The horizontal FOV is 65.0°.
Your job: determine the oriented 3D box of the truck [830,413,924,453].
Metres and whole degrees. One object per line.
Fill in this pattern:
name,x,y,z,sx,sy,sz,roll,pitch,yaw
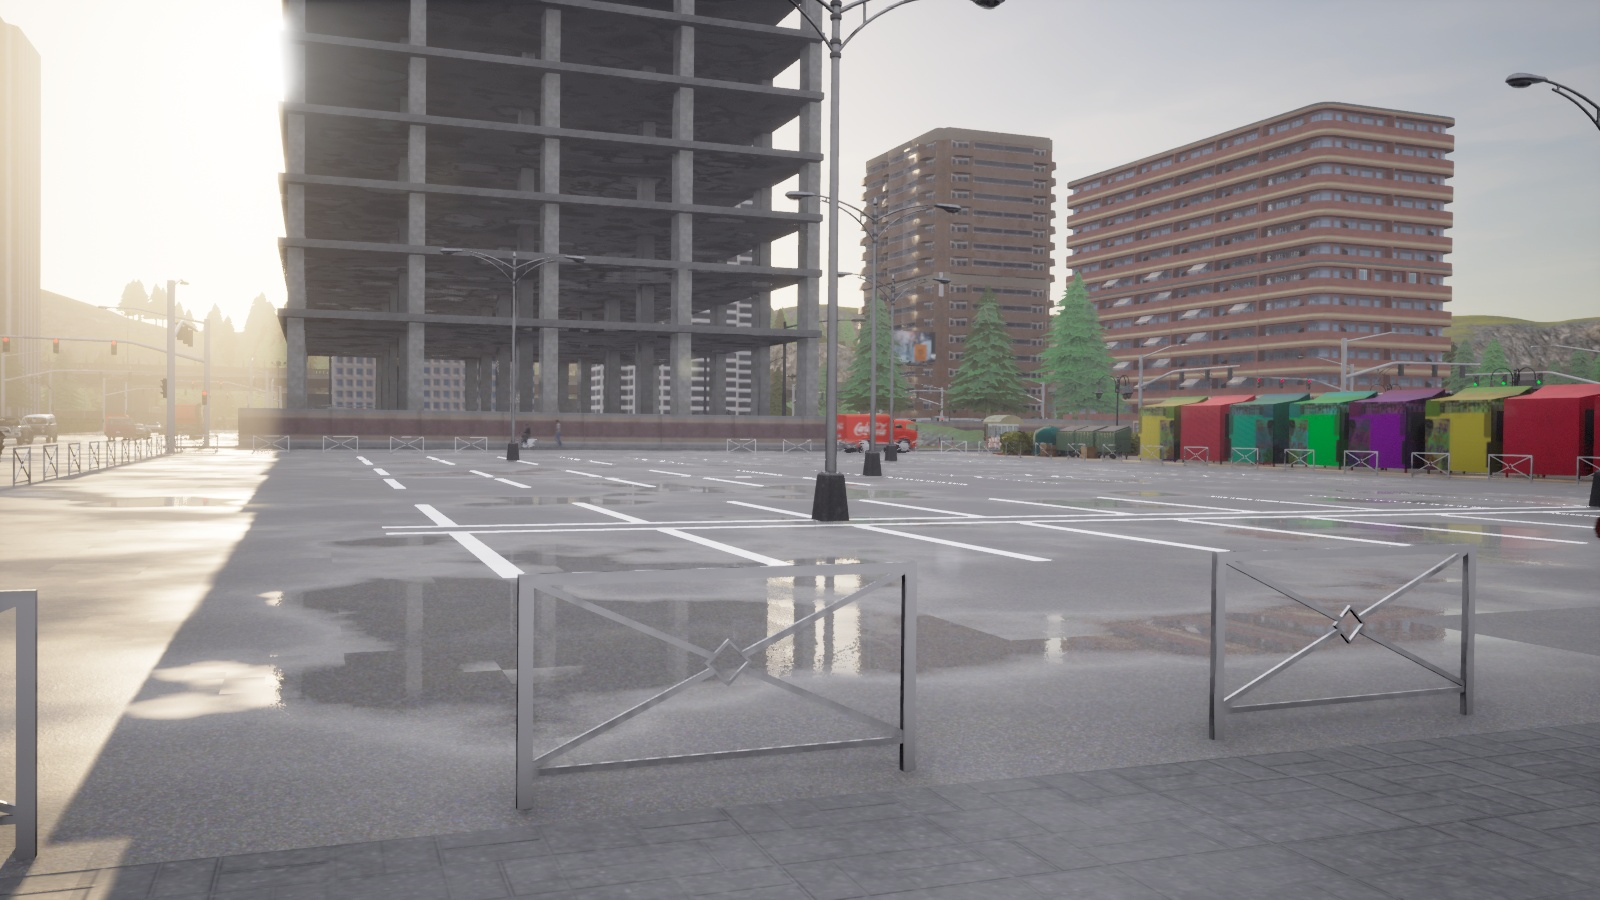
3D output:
truck,4.833,-1.077,78.737,5.204,2.467,2.627,-1,1,-21

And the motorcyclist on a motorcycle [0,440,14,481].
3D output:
motorcyclist on a motorcycle,-30.371,0.392,47.284,0.866,1.530,2.191,-1,1,-21

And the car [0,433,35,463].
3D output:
car,-51.124,-0.155,81.270,1.932,1.855,4.605,-1,1,-21
